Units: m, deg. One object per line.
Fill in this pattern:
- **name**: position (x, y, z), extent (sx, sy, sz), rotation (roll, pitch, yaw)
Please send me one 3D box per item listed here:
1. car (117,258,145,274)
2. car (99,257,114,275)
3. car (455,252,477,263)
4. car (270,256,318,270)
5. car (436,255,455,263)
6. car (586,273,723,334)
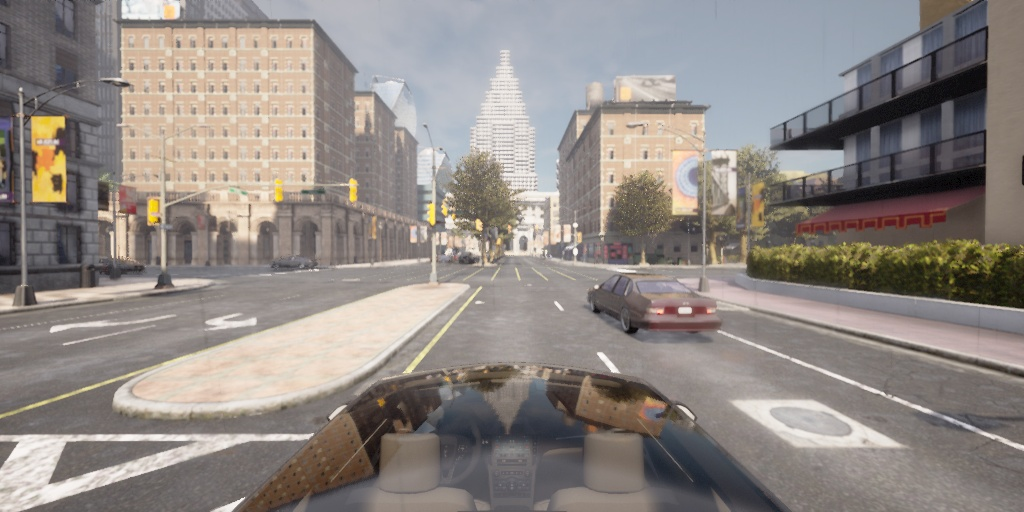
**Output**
- **car**: position (-37.062, 0.878, 33.280), extent (4.892, 1.490, 1.837), rotation (0, 1, 0)
- **car**: position (-37.240, 0.636, 29.761), extent (5.566, 2.045, 2.150), rotation (0, 1, 0)
- **car**: position (-8.086, 0.229, 63.625), extent (2.150, 2.045, 5.566), rotation (0, 1, 1)
- **car**: position (-24.577, 0.777, 40.486), extent (4.902, 1.511, 2.128), rotation (0, 1, 1)
- **car**: position (-11.585, 0.560, 63.288), extent (2.033, 1.411, 5.357), rotation (0, 1, 1)
- **car**: position (3.627, 1.194, 10.253), extent (2.033, 1.411, 5.357), rotation (0, 1, -3)
